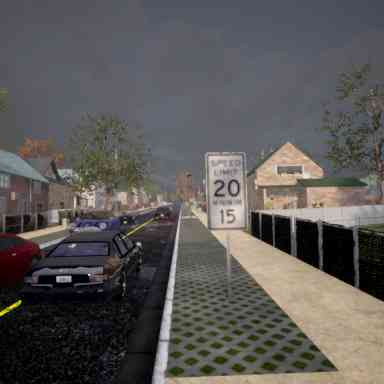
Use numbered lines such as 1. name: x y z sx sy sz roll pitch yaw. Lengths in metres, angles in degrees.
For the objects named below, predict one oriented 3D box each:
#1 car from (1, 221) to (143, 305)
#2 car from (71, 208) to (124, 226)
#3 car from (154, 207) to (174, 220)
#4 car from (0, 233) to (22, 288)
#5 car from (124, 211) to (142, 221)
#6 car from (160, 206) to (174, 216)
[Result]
1. car: -2.467 1.737 8.713 2.033 1.411 5.357 -1 -1 -2
2. car: -5.652 1.896 19.772 2.097 1.767 4.553 -1 -1 -2
3. car: -3.331 2.456 38.915 1.882 1.535 5.008 -1 -1 -1
4. car: -5.330 1.763 8.078 1.812 1.442 4.674 -1 -1 0
5. car: -5.996 2.459 31.801 1.895 1.301 4.718 -1 -1 -2
6. car: -3.683 2.846 49.354 1.895 1.301 4.718 -1 -1 -2
